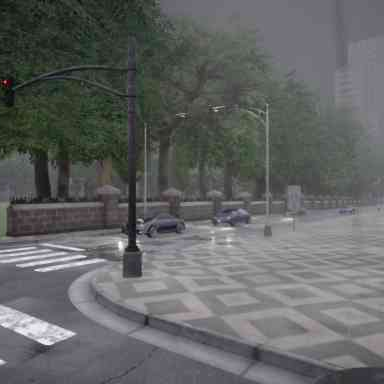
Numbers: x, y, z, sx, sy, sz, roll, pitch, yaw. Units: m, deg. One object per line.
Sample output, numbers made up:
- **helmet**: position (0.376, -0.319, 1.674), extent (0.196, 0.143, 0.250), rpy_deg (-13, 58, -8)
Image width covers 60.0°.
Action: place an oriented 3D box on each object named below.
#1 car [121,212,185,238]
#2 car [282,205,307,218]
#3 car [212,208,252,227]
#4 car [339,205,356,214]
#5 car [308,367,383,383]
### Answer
- **car**: position (-2.246, 1.903, 20.102), extent (1.994, 1.385, 4.181), rpy_deg (0, -1, 36)
- **car**: position (12.825, 2.377, 41.471), extent (2.128, 1.511, 4.902), rpy_deg (0, -1, 35)
- **car**: position (3.497, 2.070, 28.271), extent (1.812, 1.442, 4.674), rpy_deg (0, -1, 35)
- **car**: position (24.874, 2.780, 53.085), extent (2.033, 1.411, 5.357), rpy_deg (0, -1, 34)
- **car**: position (2.475, 1.551, 1.202), extent (4.403, 1.369, 2.008), rpy_deg (0, 0, 35)
